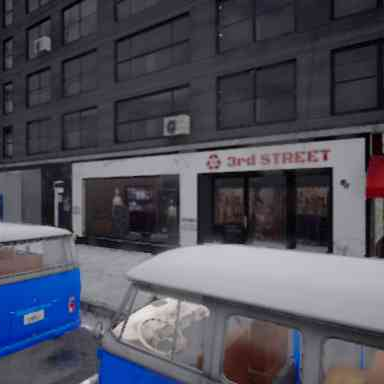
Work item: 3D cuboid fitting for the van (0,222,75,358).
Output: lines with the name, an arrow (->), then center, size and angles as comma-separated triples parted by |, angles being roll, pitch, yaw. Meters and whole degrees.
van -> -3.519, 1.366, 5.319 | 3.998, 1.788, 1.690 | 0, 0, 35

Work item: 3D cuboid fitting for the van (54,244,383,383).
van -> 1.108, 1.342, 2.019 | 3.998, 1.788, 1.690 | 0, 0, 35
